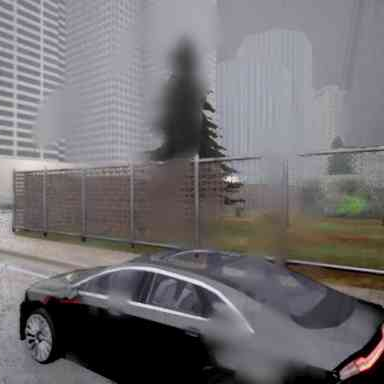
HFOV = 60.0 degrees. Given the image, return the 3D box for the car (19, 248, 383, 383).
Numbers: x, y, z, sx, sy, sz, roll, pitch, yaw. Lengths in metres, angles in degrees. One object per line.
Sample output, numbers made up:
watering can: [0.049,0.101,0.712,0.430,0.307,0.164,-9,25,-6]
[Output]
car: [-0.272,1.490,4.194,4.902,1.511,2.128,0,0,35]
